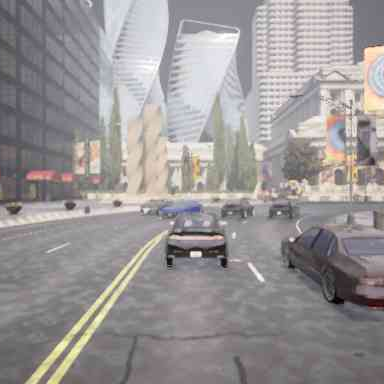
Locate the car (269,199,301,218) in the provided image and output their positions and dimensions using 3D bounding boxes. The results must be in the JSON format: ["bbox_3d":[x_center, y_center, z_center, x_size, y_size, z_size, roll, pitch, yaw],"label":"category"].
[{"bbox_3d":[7.779,1.358,27.722,1.837,1.490,4.892,-1,0,27],"label":"car"}]

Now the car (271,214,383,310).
[{"bbox_3d":[3.616,1.505,7.953,2.033,1.411,5.357,0,0,0],"label":"car"}]

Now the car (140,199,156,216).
[{"bbox_3d":[-2.841,1.333,30.033,2.128,1.511,4.902,0,0,25],"label":"car"}]

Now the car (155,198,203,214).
[{"bbox_3d":[-0.678,1.339,26.296,1.882,1.535,5.008,0,0,22],"label":"car"}]

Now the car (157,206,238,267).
[{"bbox_3d":[0.209,1.431,11.258,2.128,1.511,4.902,0,0,2],"label":"car"}]

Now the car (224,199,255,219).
[{"bbox_3d":[3.956,1.358,27.843,1.837,1.490,4.892,-1,0,24],"label":"car"}]
